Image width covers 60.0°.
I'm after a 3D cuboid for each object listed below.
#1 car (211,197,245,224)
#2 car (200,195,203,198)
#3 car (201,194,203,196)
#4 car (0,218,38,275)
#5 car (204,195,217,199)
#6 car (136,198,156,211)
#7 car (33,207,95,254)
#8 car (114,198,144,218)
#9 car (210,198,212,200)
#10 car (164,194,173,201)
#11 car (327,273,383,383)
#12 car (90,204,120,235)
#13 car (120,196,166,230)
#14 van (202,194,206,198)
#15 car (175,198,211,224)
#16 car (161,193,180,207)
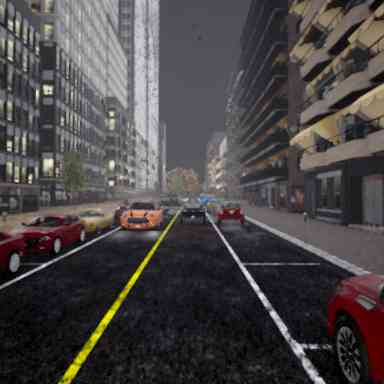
[{"bbox_3d":[2.714,1.435,24.778,1.967,1.590,4.097,1,0,0],"label":"car"},{"bbox_3d":[0.110,1.537,44.192,2.033,1.411,5.357,0,0,0],"label":"car"},{"bbox_3d":[2.726,1.428,53.065,1.967,1.590,4.097,1,0,0],"label":"car"},{"bbox_3d":[-5.676,1.541,7.804,1.887,1.381,4.507,1,0,0],"label":"car"},{"bbox_3d":[2.720,1.516,41.921,1.752,1.417,4.829,1,0,0],"label":"car"},{"bbox_3d":[-5.660,1.532,41.748,1.887,1.381,4.507,1,0,0],"label":"car"},{"bbox_3d":[-5.673,1.539,13.461,1.887,1.381,4.507,1,0,0],"label":"car"},{"bbox_3d":[-5.664,1.431,30.433,1.967,1.590,4.097,1,0,0],"label":"car"},{"bbox_3d":[2.714,1.559,30.435,1.947,1.339,4.313,1,0,0],"label":"car"},{"bbox_3d":[-5.641,1.420,81.349,1.967,1.590,4.097,1,0,0],"label":"car"},{"bbox_3d":[2.705,1.316,2.149,2.192,1.841,5.009,1,0,0],"label":"car"},{"bbox_3d":[-5.670,1.519,18.949,1.752,1.417,4.829,1,0,0],"label":"car"},{"bbox_3d":[-3.037,1.345,20.972,2.097,1.767,4.553,0,0,1],"label":"car"},{"bbox_3d":[2.725,1.330,47.408,1.690,1.788,3.998,1,0,0],"label":"van"},{"bbox_3d":[0.081,1.487,24.965,2.128,1.511,4.902,0,0,0],"label":"car"},{"bbox_3d":[-3.045,1.208,51.577,2.150,2.045,5.566,0,0,0],"label":"car"}]
